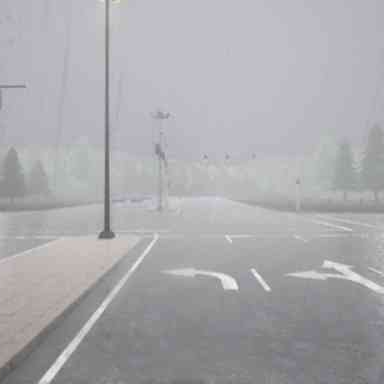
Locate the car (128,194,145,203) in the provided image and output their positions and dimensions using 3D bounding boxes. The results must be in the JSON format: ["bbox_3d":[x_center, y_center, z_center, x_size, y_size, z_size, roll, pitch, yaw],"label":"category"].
[{"bbox_3d":[-11.395,1.605,68.453,1.994,1.385,4.181,0,0,0],"label":"car"}]

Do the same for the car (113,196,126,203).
[{"bbox_3d":[-14.895,1.529,68.495,1.882,1.535,5.008,0,0,0],"label":"car"}]

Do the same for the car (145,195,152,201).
[{"bbox_3d":[-11.294,1.429,84.906,1.882,1.535,5.008,0,0,1],"label":"car"}]
